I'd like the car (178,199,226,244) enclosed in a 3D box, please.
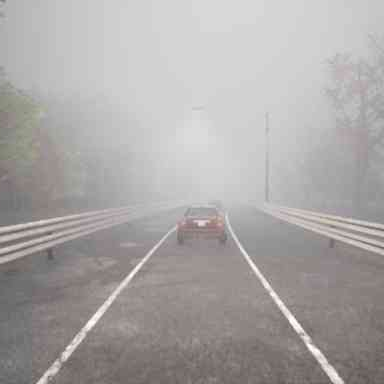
[{"bbox_3d":[0.520,1.399,16.283,2.097,1.767,4.553,0,0,3],"label":"car"}]
